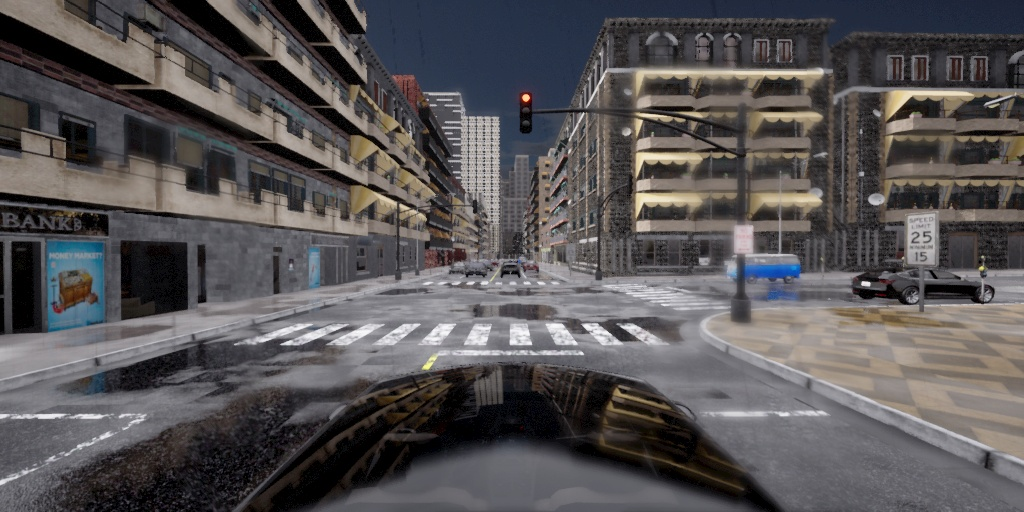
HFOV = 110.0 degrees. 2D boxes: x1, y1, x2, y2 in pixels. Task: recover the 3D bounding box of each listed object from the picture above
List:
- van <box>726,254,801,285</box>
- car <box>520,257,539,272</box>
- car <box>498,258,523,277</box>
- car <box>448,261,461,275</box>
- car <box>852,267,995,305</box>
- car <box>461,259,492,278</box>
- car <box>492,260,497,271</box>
[{"bbox_3d":[15.505,0.783,22.214,3.998,1.789,1.690,0,0,-1],"label":"van"},{"bbox_3d":[2.364,1.198,45.522,1.967,1.591,4.097,0,0,0],"label":"car"},{"bbox_3d":[-0.147,1.257,35.229,1.837,1.490,4.892,0,0,0],"label":"car"},{"bbox_3d":[-5.975,1.305,39.937,2.007,1.370,4.403,0,0,0],"label":"car"},{"bbox_3d":[15.686,1.077,13.836,4.313,1.339,1.948,0,0,-1],"label":"car"},{"bbox_3d":[-3.340,1.300,34.536,2.033,1.411,5.357,0,0,0],"label":"car"},{"bbox_3d":[-3.436,1.307,47.261,2.033,1.411,5.357,0,0,0],"label":"car"}]
